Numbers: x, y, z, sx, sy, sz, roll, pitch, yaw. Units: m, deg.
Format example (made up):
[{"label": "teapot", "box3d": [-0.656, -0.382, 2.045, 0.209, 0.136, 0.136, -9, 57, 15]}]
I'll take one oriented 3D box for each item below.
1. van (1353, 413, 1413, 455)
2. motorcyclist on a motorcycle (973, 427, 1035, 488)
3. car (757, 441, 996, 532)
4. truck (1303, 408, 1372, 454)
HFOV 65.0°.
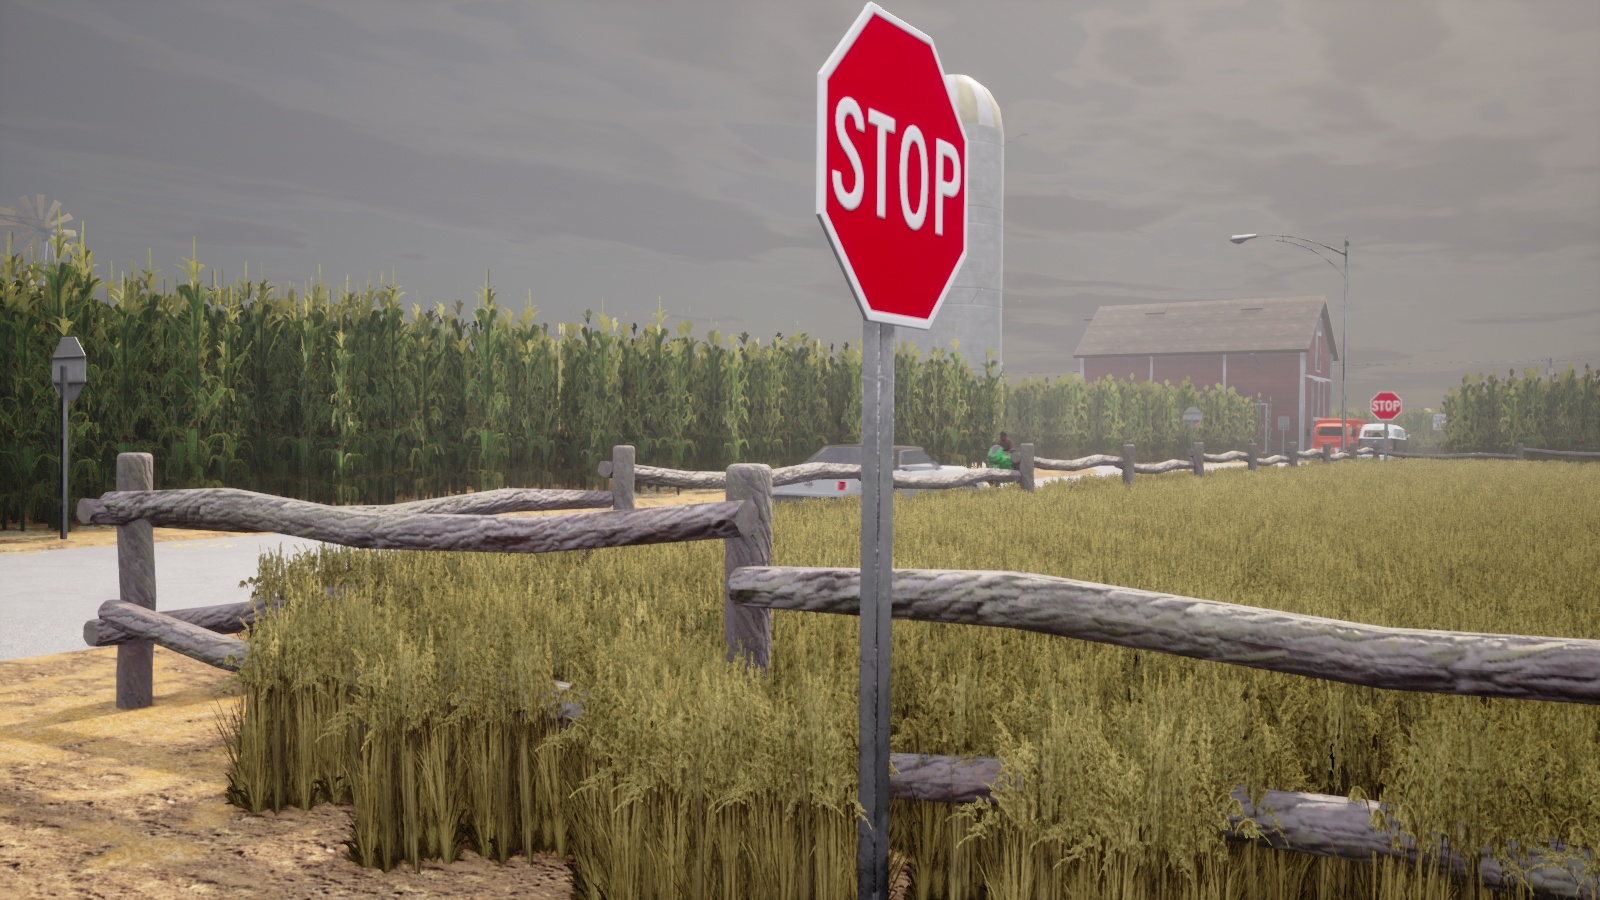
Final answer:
[{"label": "van", "box3d": [29.230, -0.783, 62.927, 2.069, 2.038, 4.480, 0, 0, 34]}, {"label": "motorcyclist on a motorcycle", "box3d": [5.314, 0.175, 32.619, 0.797, 1.523, 2.044, 0, 1, 34]}, {"label": "car", "box3d": [1.427, 0.525, 21.195, 1.895, 1.301, 4.718, 0, 1, 34]}, {"label": "truck", "box3d": [29.615, -1.022, 69.097, 2.627, 2.467, 5.204, 0, 0, 34]}]
